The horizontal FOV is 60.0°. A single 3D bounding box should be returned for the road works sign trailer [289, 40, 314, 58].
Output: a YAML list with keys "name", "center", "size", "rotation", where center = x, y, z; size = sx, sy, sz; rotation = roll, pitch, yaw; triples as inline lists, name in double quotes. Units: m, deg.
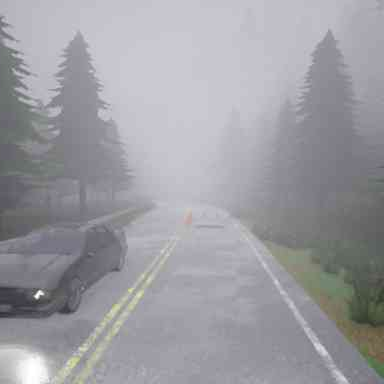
- name: "road works sign trailer"
  center: [18.759, -24.624, 58.217]
  size: [3.560, 2.380, 2.880]
  rotation: [-21, -28, -34]

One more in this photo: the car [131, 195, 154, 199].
- name: "car"
  center: [-8.547, 1.239, 57.444]
  size: [1.895, 1.301, 4.718]
  rotation: [-4, 2, -40]

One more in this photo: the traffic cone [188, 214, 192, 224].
- name: "traffic cone"
  center: [-0.301, 1.759, 19.539]
  size: [0.340, 0.580, 0.340]
  rotation: [0, 1, 2]

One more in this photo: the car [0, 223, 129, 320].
- name: "car"
  center: [-2.905, 1.463, 7.721]
  size: [2.033, 1.411, 5.357]
  rotation: [0, 1, 4]

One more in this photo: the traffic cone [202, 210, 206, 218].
- name: "traffic cone"
  center: [0.946, 1.697, 25.484]
  size: [0.340, 0.580, 0.340]
  rotation: [0, 1, 3]

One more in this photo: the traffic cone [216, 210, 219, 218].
- name: "traffic cone"
  center: [1.942, 1.696, 25.443]
  size: [0.340, 0.580, 0.340]
  rotation: [0, 1, 3]

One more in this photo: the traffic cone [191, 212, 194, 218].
- name: "traffic cone"
  center: [-0.217, 1.737, 21.537]
  size: [0.340, 0.580, 0.340]
  rotation: [0, 1, 2]

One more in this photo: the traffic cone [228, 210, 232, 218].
- name: "traffic cone"
  center: [2.932, 1.696, 25.431]
  size: [0.340, 0.580, 0.340]
  rotation: [0, 1, 1]
